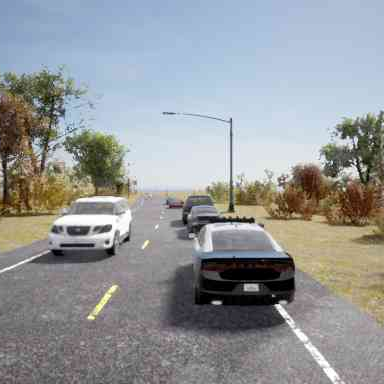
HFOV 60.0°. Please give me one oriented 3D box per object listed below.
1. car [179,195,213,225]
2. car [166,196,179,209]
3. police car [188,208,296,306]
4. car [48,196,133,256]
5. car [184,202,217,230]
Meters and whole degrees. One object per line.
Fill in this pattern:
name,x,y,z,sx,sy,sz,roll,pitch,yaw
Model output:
car,0.389,1.213,24.252,2.150,2.045,5.566,0,0,-3
car,-2.163,1.543,45.509,1.994,1.385,4.181,0,0,-4
police car,0.961,1.424,8.253,1.930,1.638,5.238,0,0,-1
car,-3.765,1.218,13.410,2.150,2.045,5.566,0,0,-2
car,0.668,1.500,18.194,1.837,1.490,4.892,0,0,-2
